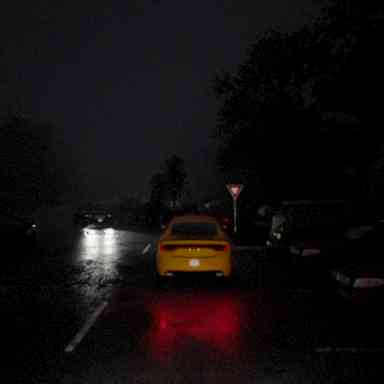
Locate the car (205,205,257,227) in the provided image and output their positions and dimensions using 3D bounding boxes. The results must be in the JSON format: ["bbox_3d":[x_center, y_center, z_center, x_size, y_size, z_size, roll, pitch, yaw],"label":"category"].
[{"bbox_3d":[2.612,1.705,21.592,1.895,1.301,4.718,-2,-2,31],"label":"car"}]

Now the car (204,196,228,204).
[{"bbox_3d":[4.750,1.557,66.488,4.792,1.488,2.163,0,0,0],"label":"car"}]

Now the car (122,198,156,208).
[{"bbox_3d":[-8.339,1.691,52.658,4.892,1.521,2.231,0,1,0],"label":"car"}]

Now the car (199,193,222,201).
[{"bbox_3d":[4.677,1.193,83.104,5.566,2.045,2.435,0,0,0],"label":"car"}]

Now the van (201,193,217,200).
[{"bbox_3d":[4.811,1.169,94.311,4.442,1.987,1.878,0,0,0],"label":"van"}]

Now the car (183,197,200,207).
[{"bbox_3d":[-0.217,1.795,44.529,1.882,1.535,5.008,0,1,0],"label":"car"}]

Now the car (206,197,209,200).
[{"bbox_3d":[4.737,1.804,47.106,4.674,1.452,2.002,0,1,0],"label":"car"}]

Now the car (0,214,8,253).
[{"bbox_3d":[-8.012,1.489,8.953,4.792,1.488,2.163,0,0,0],"label":"car"}]

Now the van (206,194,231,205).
[{"bbox_3d":[4.843,1.356,61.075,4.442,1.987,1.878,0,1,0],"label":"van"}]

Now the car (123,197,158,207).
[{"bbox_3d":[-8.533,1.650,55.433,5.366,1.575,1.946,0,1,0],"label":"car"}]

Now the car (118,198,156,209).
[{"bbox_3d":[-8.157,1.723,49.881,5.366,1.575,1.946,0,1,0],"label":"car"}]

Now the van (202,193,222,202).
[{"bbox_3d":[4.594,1.244,77.564,4.442,1.987,1.878,0,0,0],"label":"van"}]

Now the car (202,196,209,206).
[{"bbox_3d":[4.552,1.724,49.875,5.366,1.575,1.946,0,1,0],"label":"car"}]

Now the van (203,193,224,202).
[{"bbox_3d":[4.829,1.256,74.794,4.442,1.987,1.878,0,0,0],"label":"van"}]

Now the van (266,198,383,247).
[{"bbox_3d":[4.911,1.219,11.820,4.442,1.987,1.878,-1,0,0],"label":"van"}]

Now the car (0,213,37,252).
[{"bbox_3d":[-8.071,1.473,11.737,4.792,1.488,2.163,0,0,0],"label":"car"}]

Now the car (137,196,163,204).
[{"bbox_3d":[-8.365,1.528,66.526,4.892,1.521,2.231,0,1,0],"label":"car"}]

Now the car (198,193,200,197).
[{"bbox_3d":[4.680,1.206,80.334,5.566,2.045,2.435,0,0,0],"label":"car"}]

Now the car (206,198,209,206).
[{"bbox_3d":[4.713,1.830,44.336,4.792,1.488,2.163,0,1,0],"label":"car"}]

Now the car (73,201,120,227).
[{"bbox_3d":[-6.790,1.521,22.573,2.128,1.511,4.902,2,-2,-29],"label":"car"}]

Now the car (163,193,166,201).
[{"bbox_3d":[-8.171,1.549,63.759,5.366,1.575,1.946,0,1,0],"label":"car"}]

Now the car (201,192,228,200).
[{"bbox_3d":[4.760,1.403,55.411,5.566,2.045,2.435,0,1,0],"label":"car"}]

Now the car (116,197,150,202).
[{"bbox_3d":[-8.332,1.799,44.329,5.008,1.535,2.097,0,1,0],"label":"car"}]

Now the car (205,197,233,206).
[{"bbox_3d":[4.701,1.647,58.184,4.792,1.488,2.163,0,1,0],"label":"car"}]

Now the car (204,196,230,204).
[{"bbox_3d":[4.752,1.581,63.848,4.792,1.488,2.163,0,1,0],"label":"car"}]

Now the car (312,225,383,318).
[{"bbox_3d":[5.041,1.514,6.363,4.674,1.452,2.002,0,0,0],"label":"car"}]

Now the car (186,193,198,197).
[{"bbox_3d":[-0.331,1.210,78.589,2.150,2.045,5.566,0,0,0],"label":"car"}]

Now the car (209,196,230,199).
[{"bbox_3d":[4.776,1.710,41.688,4.553,1.767,2.185,0,1,0],"label":"car"}]

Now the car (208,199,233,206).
[{"bbox_3d":[4.743,1.871,38.919,5.008,1.535,2.097,0,1,0],"label":"car"}]

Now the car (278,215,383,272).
[{"bbox_3d":[5.041,1.499,9.148,4.674,1.452,2.002,0,0,0],"label":"car"}]

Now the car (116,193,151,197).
[{"bbox_3d":[-8.312,1.512,47.102,5.566,2.045,2.435,0,1,0],"label":"car"}]

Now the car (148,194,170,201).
[{"bbox_3d":[-8.563,1.428,85.960,5.366,1.575,1.946,0,0,0],"label":"car"}]

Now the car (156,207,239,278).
[{"bbox_3d":[0.064,1.451,10.049,1.882,1.535,5.008,0,0,0],"label":"car"}]

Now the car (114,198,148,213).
[{"bbox_3d":[-8.364,1.866,41.554,4.792,1.488,2.163,0,1,0],"label":"car"}]
